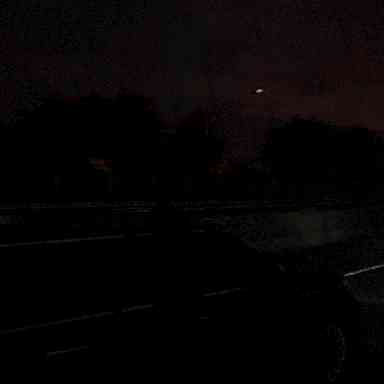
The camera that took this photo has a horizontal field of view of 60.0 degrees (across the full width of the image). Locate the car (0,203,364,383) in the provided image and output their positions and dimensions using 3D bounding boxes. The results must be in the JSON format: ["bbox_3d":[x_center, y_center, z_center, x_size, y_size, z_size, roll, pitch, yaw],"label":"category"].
[{"bbox_3d":[-0.519,1.221,3.498,5.566,2.045,2.150,0,0,-35],"label":"car"}]

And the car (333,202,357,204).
[{"bbox_3d":[10.995,1.497,24.636,4.892,1.490,1.837,1,0,-35],"label":"car"}]
